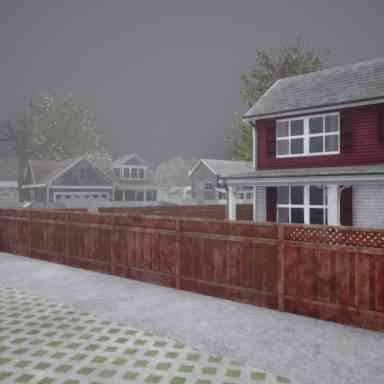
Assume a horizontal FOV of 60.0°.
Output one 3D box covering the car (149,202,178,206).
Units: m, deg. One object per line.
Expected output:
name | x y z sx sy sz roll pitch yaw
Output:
car | -2.767 1.637 28.588 4.892 1.490 1.837 0 0 -35

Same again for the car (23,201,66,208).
car | -10.726 1.435 22.743 4.553 1.767 2.097 0 0 -37
